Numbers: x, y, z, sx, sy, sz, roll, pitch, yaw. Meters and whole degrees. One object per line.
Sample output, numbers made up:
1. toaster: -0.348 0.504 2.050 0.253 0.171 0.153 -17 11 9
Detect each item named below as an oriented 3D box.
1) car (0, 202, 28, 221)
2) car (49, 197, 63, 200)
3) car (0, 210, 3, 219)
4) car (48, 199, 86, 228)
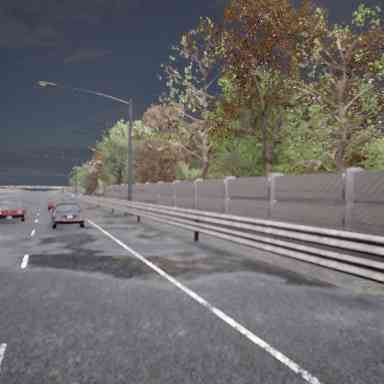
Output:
1. car: -13.200 1.417 24.497 1.895 1.301 4.718 0 0 -24
2. car: -15.827 1.324 39.109 1.994 1.385 4.181 0 0 -24
3. car: -5.787 1.407 7.638 1.882 1.535 5.008 0 0 -24
4. car: -7.868 1.414 21.019 2.033 1.411 5.357 0 0 -24
